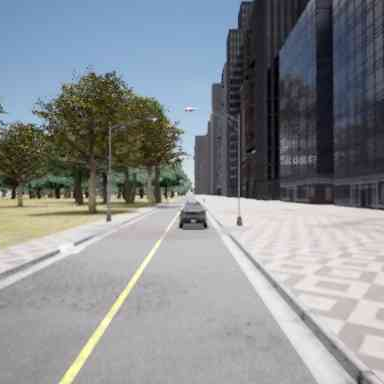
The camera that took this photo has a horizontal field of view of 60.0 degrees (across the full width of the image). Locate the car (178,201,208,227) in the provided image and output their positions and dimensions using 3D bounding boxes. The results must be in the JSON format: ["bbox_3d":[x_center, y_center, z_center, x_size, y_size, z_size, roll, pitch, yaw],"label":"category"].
[{"bbox_3d":[0.082,1.611,23.512,1.837,1.490,4.892,0,0,0],"label":"car"}]
